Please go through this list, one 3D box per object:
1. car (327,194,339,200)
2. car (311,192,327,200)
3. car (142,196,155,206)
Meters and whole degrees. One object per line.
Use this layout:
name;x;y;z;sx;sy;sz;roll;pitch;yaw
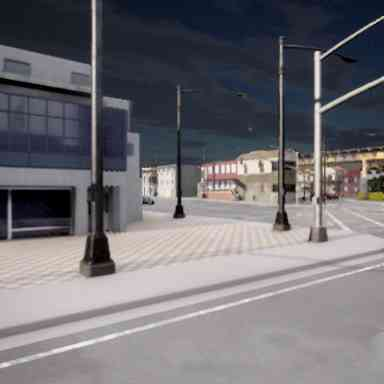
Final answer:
car;33.593;1.220;79.503;1.882;1.535;5.008;0;0;9
car;30.140;0.973;80.078;2.150;2.045;5.566;0;0;9
car;-6.857;1.221;46.397;1.994;1.385;4.181;0;1;-36
